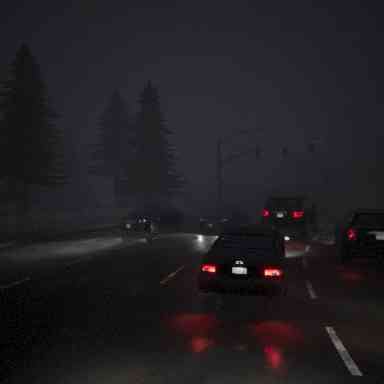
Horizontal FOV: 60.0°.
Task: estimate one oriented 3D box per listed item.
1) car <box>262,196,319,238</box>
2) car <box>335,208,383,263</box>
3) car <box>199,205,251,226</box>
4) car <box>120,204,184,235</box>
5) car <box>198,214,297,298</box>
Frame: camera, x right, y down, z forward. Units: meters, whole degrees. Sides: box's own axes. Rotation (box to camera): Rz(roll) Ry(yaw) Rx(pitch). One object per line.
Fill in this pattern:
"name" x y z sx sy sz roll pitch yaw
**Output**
"car" 5.481 1.219 18.222 2.150 2.045 5.566 0 0 28
"car" 6.302 1.352 11.787 2.097 1.767 4.553 0 0 20
"car" 2.170 1.525 20.086 1.812 1.442 4.674 0 0 30
"car" -2.163 1.486 19.203 2.128 1.511 4.902 0 0 27
"car" 1.544 1.546 8.773 2.033 1.411 5.357 0 0 15
